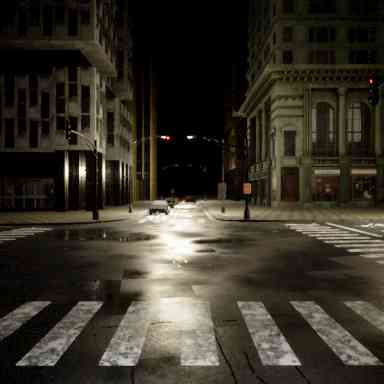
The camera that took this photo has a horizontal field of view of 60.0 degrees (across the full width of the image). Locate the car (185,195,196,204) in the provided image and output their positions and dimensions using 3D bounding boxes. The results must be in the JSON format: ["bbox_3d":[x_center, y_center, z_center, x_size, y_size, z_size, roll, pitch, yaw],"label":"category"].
[{"bbox_3d":[-0.239,1.452,63.922,1.812,1.442,4.674,0,0,0],"label":"car"}]

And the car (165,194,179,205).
[{"bbox_3d":[-3.361,1.297,56.309,2.097,1.767,4.553,0,0,0],"label":"car"}]

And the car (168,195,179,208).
[{"bbox_3d":[-3.285,1.458,44.291,2.128,1.511,4.902,0,0,0],"label":"car"}]

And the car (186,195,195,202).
[{"bbox_3d":[-0.404,1.455,73.734,1.994,1.385,4.181,0,0,0],"label":"car"}]

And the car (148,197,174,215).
[{"bbox_3d":[-3.206,1.529,33.647,2.033,1.411,5.357,0,0,0],"label":"car"}]
